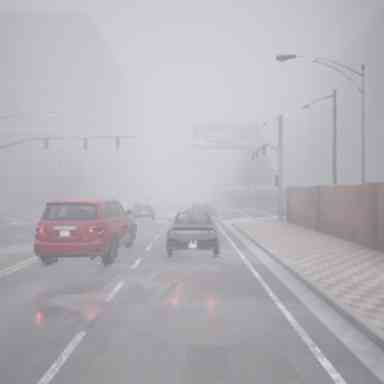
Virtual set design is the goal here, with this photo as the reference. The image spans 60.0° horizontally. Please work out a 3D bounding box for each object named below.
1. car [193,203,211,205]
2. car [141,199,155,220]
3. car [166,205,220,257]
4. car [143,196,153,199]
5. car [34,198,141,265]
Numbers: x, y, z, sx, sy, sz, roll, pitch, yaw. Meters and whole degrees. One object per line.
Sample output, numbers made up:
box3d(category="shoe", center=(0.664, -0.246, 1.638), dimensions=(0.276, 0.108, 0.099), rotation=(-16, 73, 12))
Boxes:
box3d(category="car", center=(0.874, 1.562, 27.805), dimensions=(1.994, 1.385, 4.181), rotation=(0, 0, 15))
box3d(category="car", center=(-4.221, 1.562, 28.036), dimensions=(1.994, 1.385, 4.181), rotation=(0, 0, -12))
box3d(category="car", center=(0.048, 1.491, 12.927), dimensions=(2.128, 1.511, 4.902), rotation=(0, 0, 1))
box3d(category="car", center=(-10.466, 1.587, 78.325), dimensions=(1.895, 1.301, 4.718), rotation=(0, 0, 0))
box3d(category="car", center=(-3.466, 1.222, 11.809), dimensions=(2.150, 2.045, 5.566), rotation=(0, 0, 0))
